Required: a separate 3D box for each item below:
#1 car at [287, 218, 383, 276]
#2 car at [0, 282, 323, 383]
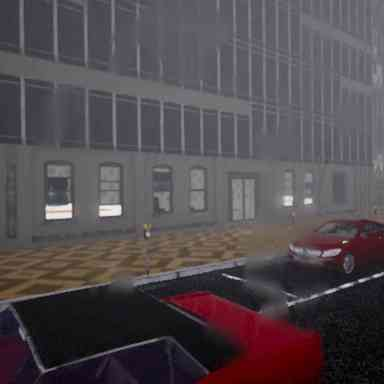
[{"bbox_3d":[4.636,1.459,9.890,4.206,1.307,1.802,-1,1,-36],"label":"car"},{"bbox_3d":[-1.146,1.595,2.561,4.718,1.301,1.895,-1,1,-36],"label":"car"}]
